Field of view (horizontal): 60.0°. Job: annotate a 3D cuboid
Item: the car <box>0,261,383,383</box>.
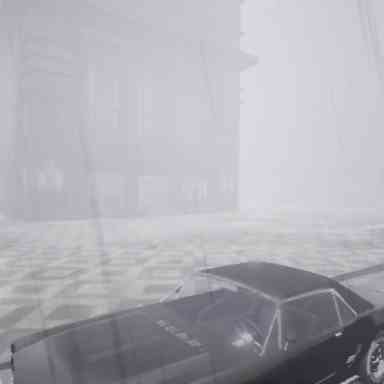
[{"bbox_3d":[0.525,1.598,3.752,4.718,1.301,1.895,0,0,-35],"label":"car"}]
